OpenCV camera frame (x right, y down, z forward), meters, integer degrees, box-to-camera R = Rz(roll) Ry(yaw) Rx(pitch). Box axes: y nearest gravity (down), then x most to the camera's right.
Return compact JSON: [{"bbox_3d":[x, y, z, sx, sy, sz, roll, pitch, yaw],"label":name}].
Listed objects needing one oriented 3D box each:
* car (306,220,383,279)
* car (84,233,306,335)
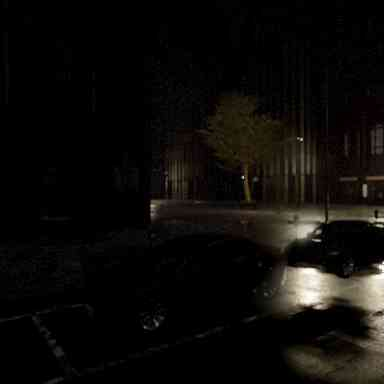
[{"bbox_3d":[4.657,1.542,10.012,4.313,1.339,1.947,0,0,-36],"label":"car"},{"bbox_3d":[0.080,1.556,6.723,4.313,1.339,1.947,0,0,-36],"label":"car"}]
